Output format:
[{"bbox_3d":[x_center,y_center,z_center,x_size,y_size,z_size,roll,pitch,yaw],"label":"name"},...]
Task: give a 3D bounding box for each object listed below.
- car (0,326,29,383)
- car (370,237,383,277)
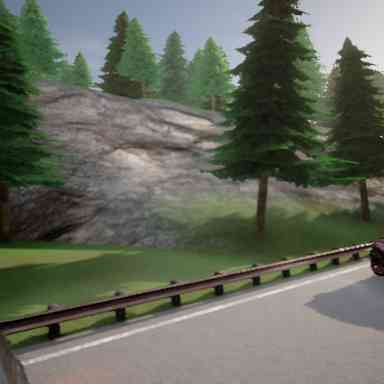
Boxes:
[{"bbox_3d":[-3.599,1.601,1.380,5.357,1.411,2.033,-1,0,-36],"label":"car"},{"bbox_3d":[6.674,1.375,8.869,5.008,1.535,1.882,-1,0,-36],"label":"car"}]
